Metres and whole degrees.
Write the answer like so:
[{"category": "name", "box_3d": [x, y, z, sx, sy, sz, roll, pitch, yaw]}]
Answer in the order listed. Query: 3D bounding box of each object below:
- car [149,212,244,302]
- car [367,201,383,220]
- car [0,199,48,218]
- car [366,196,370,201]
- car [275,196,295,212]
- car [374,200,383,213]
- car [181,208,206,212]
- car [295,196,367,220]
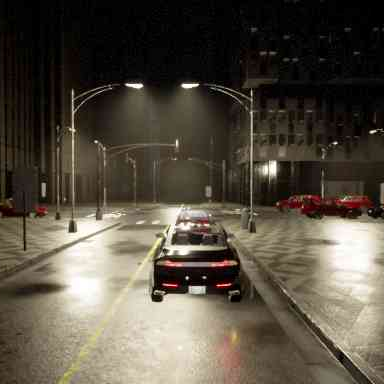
[{"category": "car", "box_3d": [0.086, 1.490, 8.213, 2.128, 1.511, 4.902, 0, 0, 0]}, {"category": "car", "box_3d": [17.715, 1.742, 29.165, 4.313, 1.339, 1.947, 0, 1, 0]}, {"category": "car", "box_3d": [-14.969, 1.566, 29.009, 4.507, 1.381, 1.887, 0, 1, 0]}, {"category": "car", "box_3d": [17.685, 1.353, 37.686, 5.009, 1.841, 2.192, 0, 1, 0]}, {"category": "car", "box_3d": [12.042, 1.325, 37.659, 5.009, 1.841, 2.192, 0, 1, 0]}, {"category": "car", "box_3d": [23.326, 1.633, 37.716, 4.313, 1.339, 1.947, 0, 1, 0]}, {"category": "car", "box_3d": [0.070, 1.550, 17.923, 2.033, 1.411, 5.357, 0, 0, 0]}, {"category": "car", "box_3d": [12.072, 1.463, 29.135, 5.009, 1.841, 2.192, 0, 1, 0]}]
